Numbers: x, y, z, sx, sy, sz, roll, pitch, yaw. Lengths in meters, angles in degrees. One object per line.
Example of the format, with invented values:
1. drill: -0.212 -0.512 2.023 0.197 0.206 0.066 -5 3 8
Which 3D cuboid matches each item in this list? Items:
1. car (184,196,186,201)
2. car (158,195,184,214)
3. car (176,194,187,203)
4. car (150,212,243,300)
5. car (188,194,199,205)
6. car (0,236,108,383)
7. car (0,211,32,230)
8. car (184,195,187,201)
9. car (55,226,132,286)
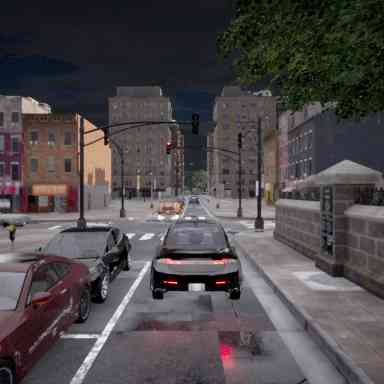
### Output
1. car: -2.253 1.553 44.733 1.994 1.385 4.181 0 0 0
2. car: -2.286 1.343 34.782 2.097 1.767 4.553 0 0 1
3. car: -2.159 1.319 70.431 2.097 1.767 4.553 0 0 0
4. car: 0.093 1.491 8.386 2.128 1.511 4.902 0 0 0
5. car: 0.343 1.509 60.418 1.812 1.442 4.674 0 0 0
6. car: -2.632 1.582 4.545 1.802 1.307 4.206 0 0 0
7. car: -12.843 1.723 21.119 4.718 1.301 1.895 -1 0 0
8. car: -2.244 1.477 55.354 2.128 1.511 4.902 0 0 0
9. car: -2.629 1.565 8.207 1.947 1.339 4.313 0 0 0
